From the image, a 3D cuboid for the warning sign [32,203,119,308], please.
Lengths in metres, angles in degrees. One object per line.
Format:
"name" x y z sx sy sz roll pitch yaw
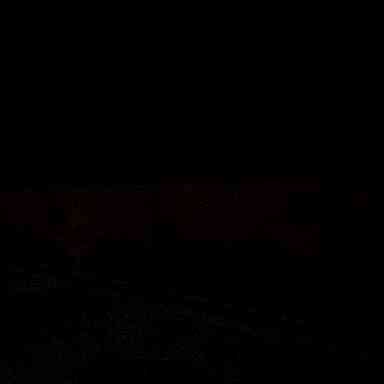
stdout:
"warning sign" -2.369 1.168 6.847 1.060 1.860 1.300 -1 0 35
